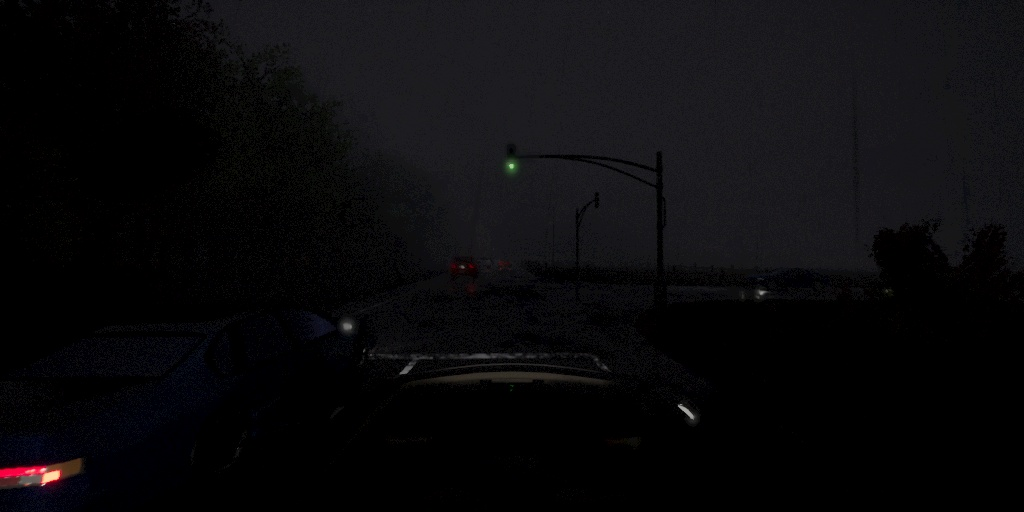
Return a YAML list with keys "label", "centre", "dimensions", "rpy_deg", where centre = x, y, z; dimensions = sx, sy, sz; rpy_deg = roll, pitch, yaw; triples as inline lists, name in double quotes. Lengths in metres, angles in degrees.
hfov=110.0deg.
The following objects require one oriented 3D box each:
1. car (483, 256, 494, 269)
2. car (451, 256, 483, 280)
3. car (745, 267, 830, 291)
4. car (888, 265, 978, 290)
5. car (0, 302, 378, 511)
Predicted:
- label: "car"
  centre: [-4.668, 1.072, 59.552]
  dimensions: [2.150, 2.045, 5.566]
  rpy_deg: [0, 0, -1]
- label: "car"
  centre: [-4.069, 1.028, 31.954]
  dimensions: [2.150, 2.045, 5.566]
  rpy_deg: [0, 0, -1]
- label: "car"
  centre: [18.619, 1.526, 24.374]
  dimensions: [5.008, 1.535, 1.882]
  rpy_deg: [1, -1, -1]
- label: "car"
  centre: [28.718, 1.508, 24.551]
  dimensions: [4.553, 1.767, 2.097]
  rpy_deg: [1, -1, -1]
- label: "car"
  centre: [-3.462, 1.304, 4.508]
  dimensions: [2.033, 1.411, 5.357]
  rpy_deg: [0, 0, -1]
